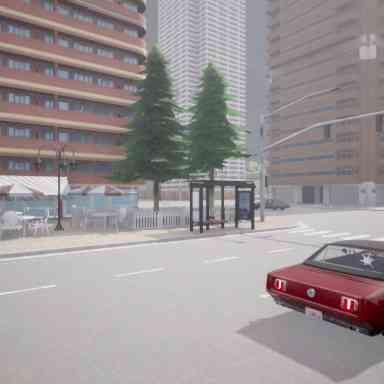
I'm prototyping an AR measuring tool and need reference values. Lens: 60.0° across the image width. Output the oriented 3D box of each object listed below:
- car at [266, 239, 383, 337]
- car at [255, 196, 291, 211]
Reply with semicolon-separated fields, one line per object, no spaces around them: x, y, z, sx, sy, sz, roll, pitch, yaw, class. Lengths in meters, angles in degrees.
3.697;1.601;6.444;4.718;1.301;1.895;0;0;-36;car
10.024;1.603;42.744;2.033;1.411;5.357;0;0;-36;car
